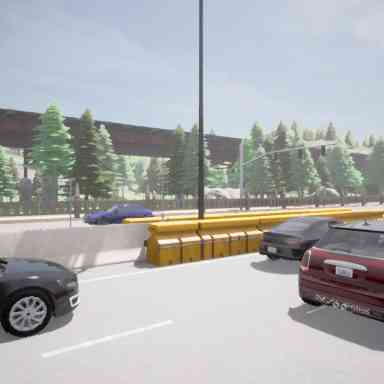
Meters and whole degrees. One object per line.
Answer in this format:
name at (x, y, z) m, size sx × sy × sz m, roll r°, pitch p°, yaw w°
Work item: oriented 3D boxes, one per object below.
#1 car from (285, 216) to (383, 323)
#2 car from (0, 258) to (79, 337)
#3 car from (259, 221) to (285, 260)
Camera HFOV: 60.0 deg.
car at (4.269, 1.352, 6.802) m, size 4.553 × 1.767 × 2.097 m, roll 0°, pitch 0°, yaw -36°
car at (-4.249, 1.504, 5.012) m, size 4.892 × 1.490 × 1.837 m, roll 0°, pitch 0°, yaw -36°
car at (4.229, 1.526, 11.066) m, size 4.674 × 1.442 × 1.812 m, roll 0°, pitch 0°, yaw -35°
